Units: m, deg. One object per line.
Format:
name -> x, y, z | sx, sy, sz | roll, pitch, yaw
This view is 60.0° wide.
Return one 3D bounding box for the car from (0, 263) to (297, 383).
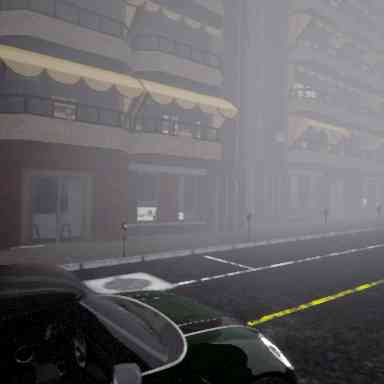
car -> -1.278, 1.351, 2.369 | 4.553, 1.767, 2.097 | 0, 0, -35
